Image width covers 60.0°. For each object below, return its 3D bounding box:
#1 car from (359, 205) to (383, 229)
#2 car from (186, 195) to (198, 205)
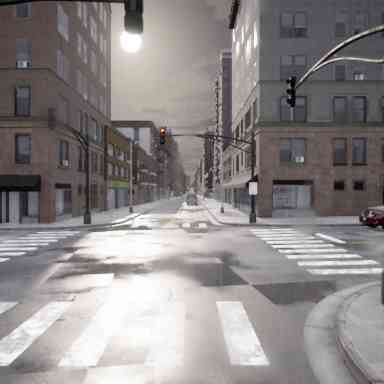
[{"bbox_3d":[12.058,1.144,18.421,5.009,1.841,2.192,-1,1,0],"label":"car"},{"bbox_3d":[0.000,1.661,60.068,2.033,1.411,5.357,0,0,0],"label":"car"}]
